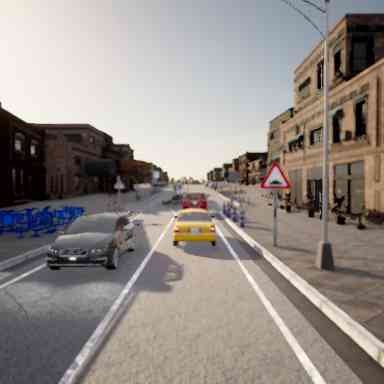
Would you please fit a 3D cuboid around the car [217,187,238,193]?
[{"bbox_3d":[8.208,-0.460,76.532,4.674,1.452,2.002,0,3,-1],"label":"car"}]

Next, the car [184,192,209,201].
[{"bbox_3d":[0.380,0.980,30.737,2.150,2.045,5.566,0,1,3],"label":"car"}]

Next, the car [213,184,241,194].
[{"bbox_3d":[8.049,-0.362,73.774,5.366,1.575,1.946,0,3,-1],"label":"car"}]

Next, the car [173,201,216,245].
[{"bbox_3d":[0.105,1.415,15.216,1.801,1.575,5.366,0,0,0],"label":"car"}]

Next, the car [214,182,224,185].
[{"bbox_3d":[8.142,-0.764,79.275,4.553,1.767,2.185,0,3,-1],"label":"car"}]

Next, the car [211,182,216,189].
[{"bbox_3d":[8.172,-1.024,82.022,5.566,2.045,2.435,0,3,-1],"label":"car"}]

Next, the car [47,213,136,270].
[{"bbox_3d":[-3.065,1.487,11.029,1.837,1.490,4.892,0,0,0],"label":"car"}]
